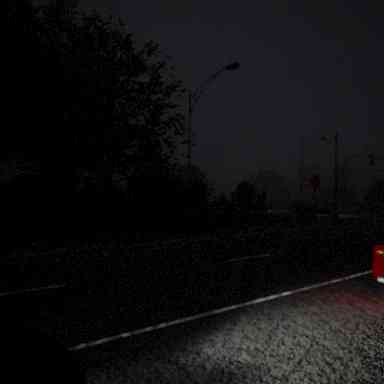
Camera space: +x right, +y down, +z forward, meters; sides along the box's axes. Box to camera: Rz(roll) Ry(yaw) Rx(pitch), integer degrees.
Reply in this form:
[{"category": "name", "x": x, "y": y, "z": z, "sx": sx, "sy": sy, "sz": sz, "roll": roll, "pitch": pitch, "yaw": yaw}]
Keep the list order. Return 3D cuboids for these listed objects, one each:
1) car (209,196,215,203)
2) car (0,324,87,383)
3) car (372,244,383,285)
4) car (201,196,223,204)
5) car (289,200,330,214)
[{"category": "car", "x": 3.246, "y": 1.748, "z": 56.167, "sx": 1.812, "sy": 1.442, "sz": 4.674, "roll": 1, "pitch": 0, "yaw": -32}, {"category": "car", "x": -3.005, "y": 1.479, "z": 1.612, "sx": 4.902, "sy": 1.511, "sz": 2.128, "roll": 0, "pitch": 0, "yaw": -35}, {"category": "car", "x": 6.522, "y": 1.562, "z": 8.368, "sx": 5.008, "sy": 1.535, "sz": 1.882, "roll": 1, "pitch": 0, "yaw": -35}, {"category": "car", "x": 4.070, "y": 1.650, "z": 68.314, "sx": 2.128, "sy": 1.511, "sz": 4.902, "roll": 1, "pitch": 1, "yaw": -33}, {"category": "car", "x": 13.796, "y": 1.762, "z": 39.356, "sx": 1.882, "sy": 1.535, "sz": 5.008, "roll": 1, "pitch": 0, "yaw": -33}]
